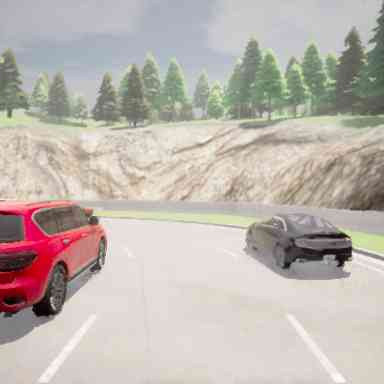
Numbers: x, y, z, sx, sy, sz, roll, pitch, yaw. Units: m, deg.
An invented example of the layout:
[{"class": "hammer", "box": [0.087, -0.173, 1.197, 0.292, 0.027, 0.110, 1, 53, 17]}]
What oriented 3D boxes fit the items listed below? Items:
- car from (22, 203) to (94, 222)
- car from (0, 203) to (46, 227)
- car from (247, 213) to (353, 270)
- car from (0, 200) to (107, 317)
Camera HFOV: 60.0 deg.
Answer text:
[{"class": "car", "box": [-9.941, 1.486, 24.843, 4.718, 1.301, 1.895, 0, 0, 12]}, {"class": "car", "box": [-11.954, 1.464, 21.541, 4.181, 1.385, 1.994, 0, 0, 8]}, {"class": "car", "box": [3.228, 1.443, 10.930, 2.128, 1.511, 4.902, 0, 0, -7]}, {"class": "car", "box": [-3.517, 1.188, 7.493, 2.150, 2.045, 5.566, 0, 0, -2]}]
